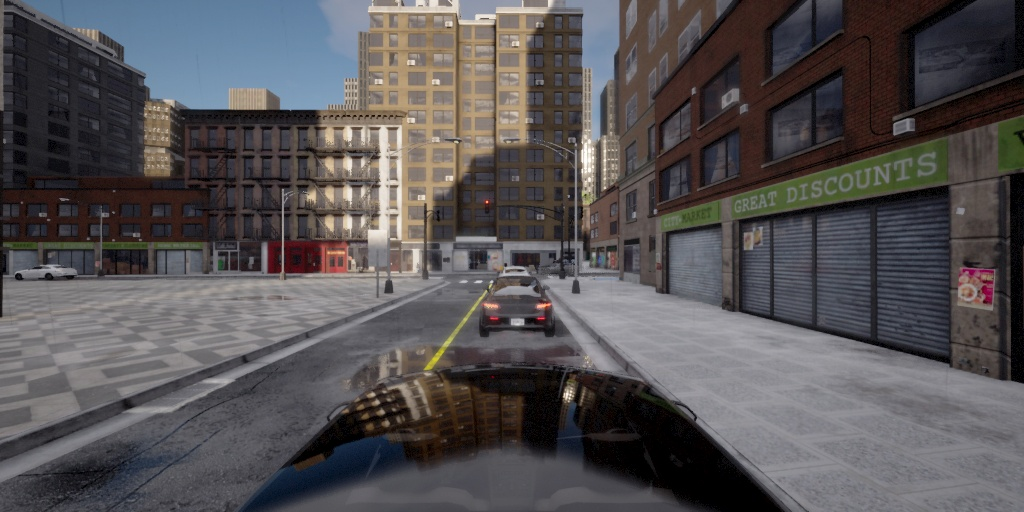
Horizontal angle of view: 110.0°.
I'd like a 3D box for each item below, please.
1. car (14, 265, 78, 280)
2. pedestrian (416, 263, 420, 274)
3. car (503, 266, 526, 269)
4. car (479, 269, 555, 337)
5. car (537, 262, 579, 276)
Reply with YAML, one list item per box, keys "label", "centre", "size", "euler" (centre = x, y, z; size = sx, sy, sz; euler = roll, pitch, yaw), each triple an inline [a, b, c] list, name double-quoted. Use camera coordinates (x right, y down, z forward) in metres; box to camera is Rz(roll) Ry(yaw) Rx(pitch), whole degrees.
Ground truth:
- label: "car"
  centre: [-45.305, 1.579, 34.921]
  size: [4.674, 1.442, 1.812]
  euler: [0, 0, 0]
- label: "pedestrian"
  centre: [-10.044, 0.970, 38.334]
  size: [0.375, 1.860, 0.375]
  euler: [0, 0, -1]
- label: "car"
  centre: [0.148, 1.270, 19.915]
  size: [1.812, 1.442, 4.674]
  euler: [0, 0, -1]
- label: "car"
  centre: [0.121, 1.275, 10.135]
  size: [1.812, 1.442, 4.674]
  euler: [0, 0, 0]
- label: "car"
  centre: [4.494, 1.260, 35.437]
  size: [4.181, 1.385, 1.994]
  euler: [0, 0, -1]
